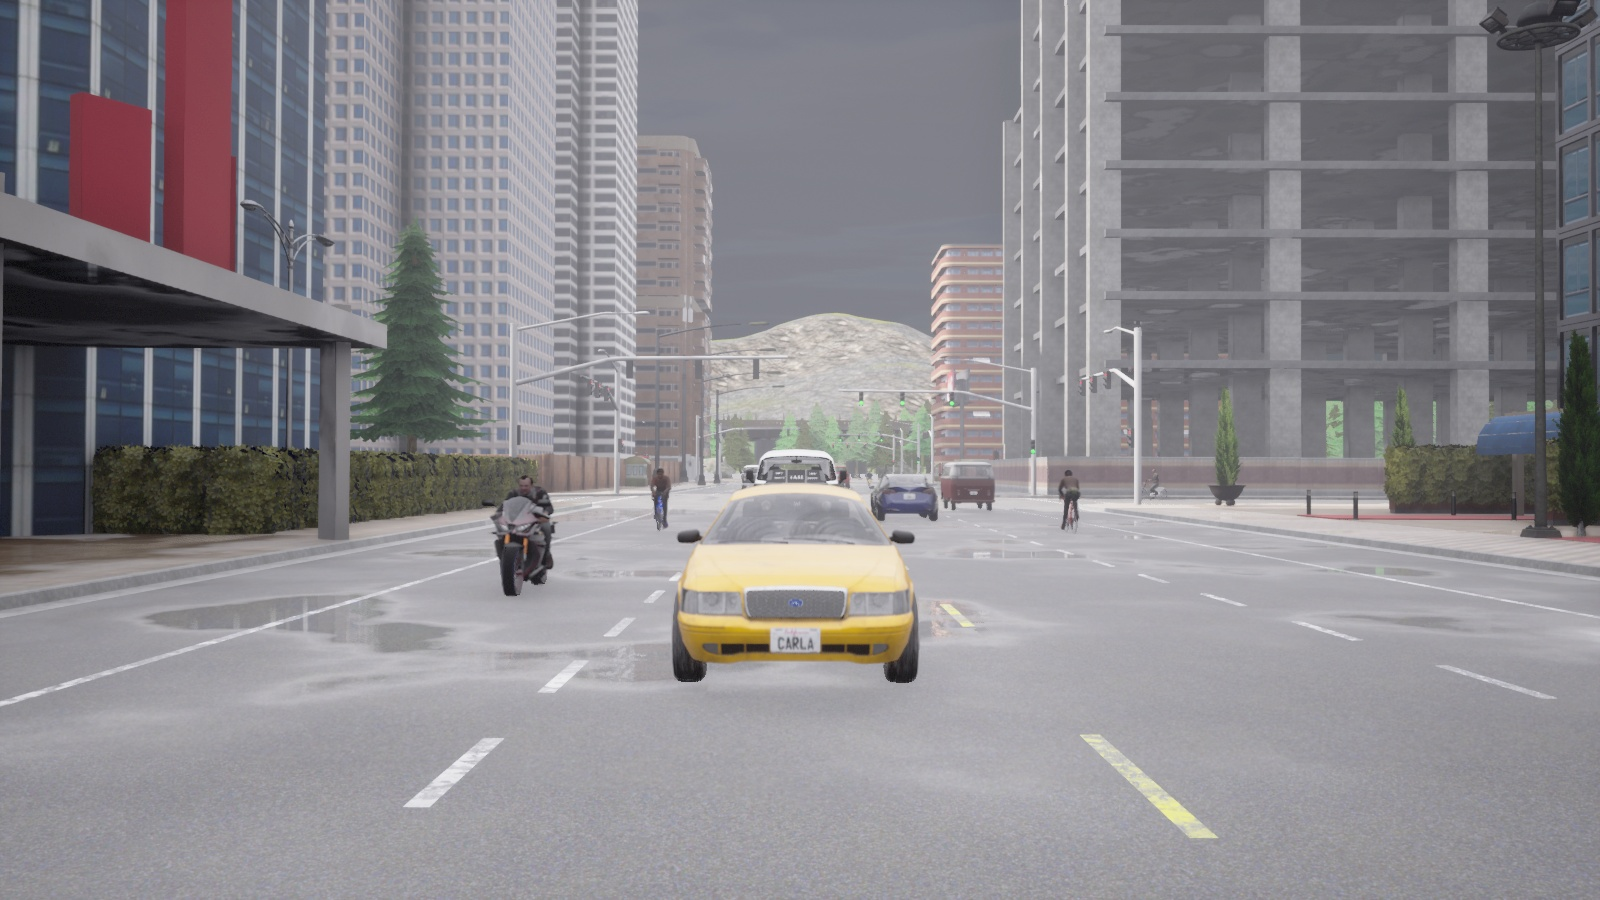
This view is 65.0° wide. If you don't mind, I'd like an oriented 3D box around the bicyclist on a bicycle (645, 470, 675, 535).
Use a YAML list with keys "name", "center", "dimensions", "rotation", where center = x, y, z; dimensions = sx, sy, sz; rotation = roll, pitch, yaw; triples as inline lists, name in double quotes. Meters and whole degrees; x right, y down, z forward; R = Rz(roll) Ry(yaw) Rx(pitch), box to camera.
- name: "bicyclist on a bicycle"
  center: [-3.580, 1.323, 32.294]
  dimensions: [0.582, 1.620, 1.656]
  rotation: [0, -1, 0]

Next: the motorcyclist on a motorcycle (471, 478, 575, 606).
- name: "motorcyclist on a motorcycle"
  center: [-3.540, 1.136, 16.269]
  dimensions: [0.866, 1.530, 2.191]
  rotation: [0, -1, 0]

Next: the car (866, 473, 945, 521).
- name: "car"
  center: [3.397, 1.493, 41.337]
  dimensions: [2.163, 1.488, 4.792]
  rotation: [0, -1, 0]

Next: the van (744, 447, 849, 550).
- name: "van"
  center: [-0.069, 0.992, 27.074]
  dimensions: [2.069, 2.038, 4.480]
  rotation: [0, -1, 0]

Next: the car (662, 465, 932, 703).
- name: "car"
  center: [-0.028, 0.939, 11.061]
  dimensions: [1.801, 1.575, 5.366]
  rotation: [0, -1, 0]

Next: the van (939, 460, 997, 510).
- name: "van"
  center: [6.863, 1.408, 51.775]
  dimensions: [1.775, 1.987, 4.442]
  rotation: [0, -1, 0]

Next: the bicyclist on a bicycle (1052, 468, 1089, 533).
- name: "bicyclist on a bicycle"
  center: [6.920, 1.279, 32.205]
  dimensions: [0.582, 1.620, 1.656]
  rotation: [0, -1, 0]
